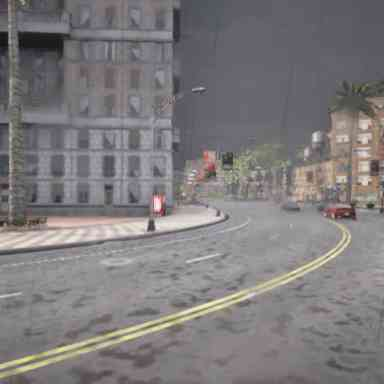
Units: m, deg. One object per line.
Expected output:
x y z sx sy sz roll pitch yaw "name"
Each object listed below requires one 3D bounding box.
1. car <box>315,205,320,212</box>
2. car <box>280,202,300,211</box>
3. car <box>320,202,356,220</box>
18.352 2.075 44.482 2.033 1.411 5.357 0 -1 -1 "car"
14.679 2.129 50.024 1.994 1.385 4.181 0 -1 -1 "car"
14.521 1.873 32.926 1.882 1.535 5.008 0 -1 8 "car"
